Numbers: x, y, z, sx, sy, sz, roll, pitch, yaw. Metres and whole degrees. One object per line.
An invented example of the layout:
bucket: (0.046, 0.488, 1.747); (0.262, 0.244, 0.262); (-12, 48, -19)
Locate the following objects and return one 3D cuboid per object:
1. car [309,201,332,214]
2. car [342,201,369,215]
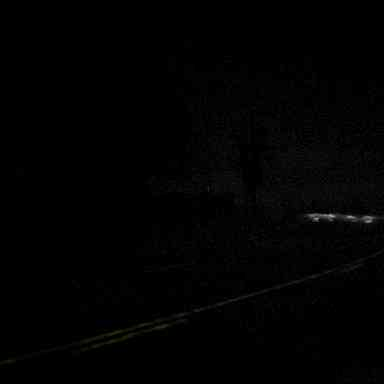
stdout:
car: (15.471, 1.805, 40.206); (1.882, 1.535, 5.008); (-1, -1, 10)
car: (18.498, 1.732, 37.700); (1.882, 1.535, 5.008); (-1, -1, 12)
